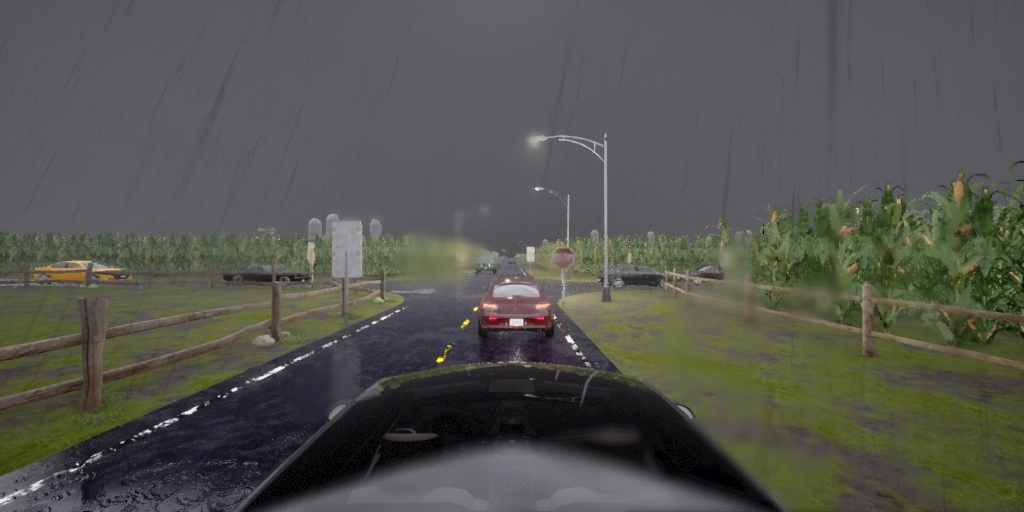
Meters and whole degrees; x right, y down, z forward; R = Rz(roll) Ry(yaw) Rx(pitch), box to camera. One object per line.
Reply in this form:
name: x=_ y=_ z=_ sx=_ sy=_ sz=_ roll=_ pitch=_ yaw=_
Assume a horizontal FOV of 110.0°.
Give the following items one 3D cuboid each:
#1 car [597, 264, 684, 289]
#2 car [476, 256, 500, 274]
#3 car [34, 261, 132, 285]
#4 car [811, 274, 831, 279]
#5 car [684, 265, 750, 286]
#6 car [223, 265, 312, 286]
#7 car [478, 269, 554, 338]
car: x=7.963 y=1.299 z=22.967 sx=4.892 sy=1.490 sz=1.837 roll=0 pitch=-1 yaw=1
car: x=-2.839 y=0.961 z=41.138 sx=2.150 sy=2.045 sz=5.566 roll=0 pitch=0 yaw=0
car: x=-27.772 y=1.062 z=23.331 sx=5.008 sy=1.535 sz=1.882 roll=0 pitch=-1 yaw=1
car: x=24.476 y=1.157 z=25.755 sx=5.566 sy=2.045 sz=2.150 roll=0 pitch=-1 yaw=1
car: x=14.457 y=1.371 z=25.854 sx=4.892 sy=1.490 sz=1.837 roll=0 pitch=-1 yaw=1
car: x=-15.684 y=1.251 z=23.208 sx=4.718 sy=1.301 sz=1.895 roll=0 pitch=-1 yaw=1
car: x=0.099 y=1.276 z=10.112 sx=1.812 sy=1.442 sz=4.674 roll=0 pitch=0 yaw=0
